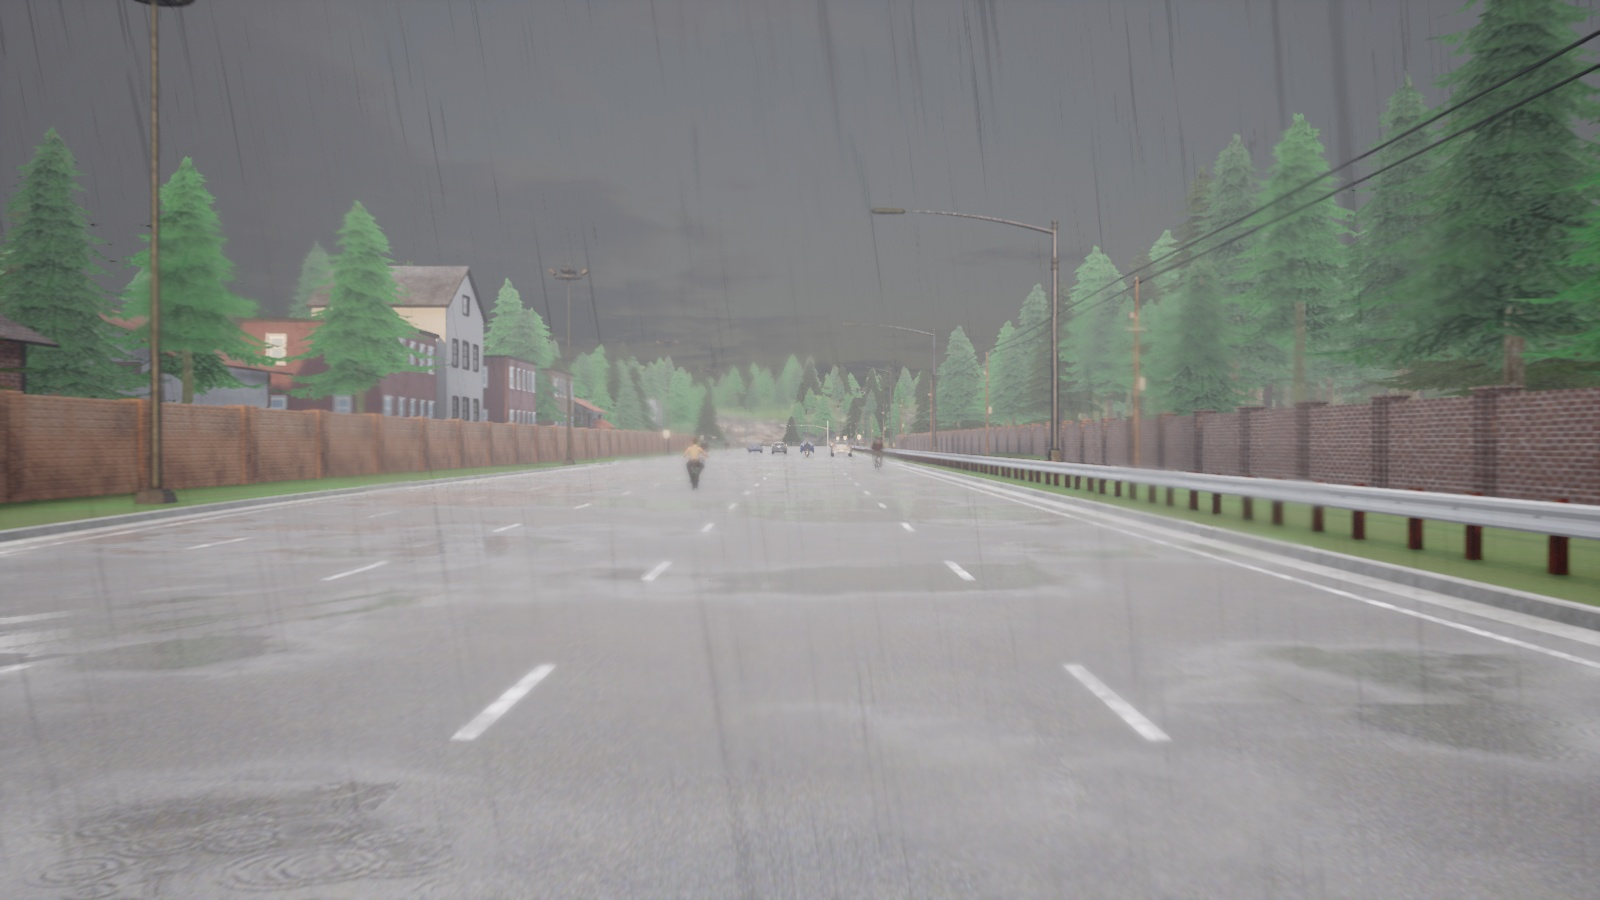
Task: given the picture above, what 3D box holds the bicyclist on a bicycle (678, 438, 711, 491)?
[{"bbox_3d":[-3.269,0.435,39.034,0.866,1.612,1.509,0,0,1],"label":"bicyclist on a bicycle"}]
